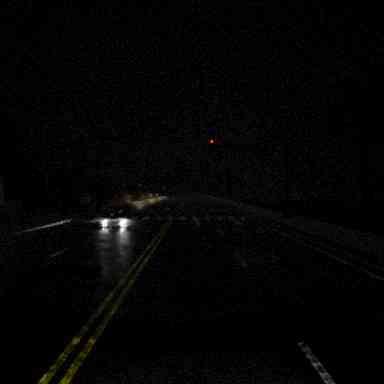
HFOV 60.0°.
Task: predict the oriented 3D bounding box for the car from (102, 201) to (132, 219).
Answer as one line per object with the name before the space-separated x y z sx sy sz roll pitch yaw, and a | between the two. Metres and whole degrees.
car | -6.494 1.543 29.326 1.812 1.442 4.674 0 0 0
